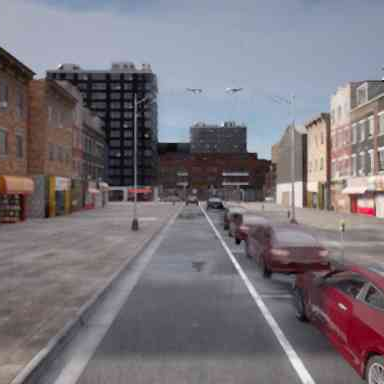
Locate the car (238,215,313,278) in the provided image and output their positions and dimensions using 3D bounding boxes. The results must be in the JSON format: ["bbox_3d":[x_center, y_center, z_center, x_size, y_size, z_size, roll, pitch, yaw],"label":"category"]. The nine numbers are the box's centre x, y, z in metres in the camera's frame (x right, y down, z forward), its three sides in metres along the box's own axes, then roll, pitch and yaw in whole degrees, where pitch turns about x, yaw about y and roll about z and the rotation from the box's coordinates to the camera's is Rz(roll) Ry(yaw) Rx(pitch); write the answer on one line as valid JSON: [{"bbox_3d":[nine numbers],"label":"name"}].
[{"bbox_3d":[2.643,1.573,9.812,1.802,1.307,4.206,0,0,0],"label":"car"}]

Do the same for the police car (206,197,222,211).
[{"bbox_3d":[2.751,1.418,41.110,1.930,1.638,5.238,0,0,0],"label":"police car"}]

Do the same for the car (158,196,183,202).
[{"bbox_3d":[-4.494,1.558,71.967,5.357,1.411,2.033,0,0,14],"label":"car"}]

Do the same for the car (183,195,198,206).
[{"bbox_3d":[0.031,1.359,56.946,2.097,1.767,4.553,0,0,1],"label":"car"}]

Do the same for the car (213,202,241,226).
[{"bbox_3d":[2.644,1.538,20.687,2.008,1.369,4.403,0,0,0],"label":"car"}]

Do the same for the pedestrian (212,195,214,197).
[{"bbox_3d":[2.751,1.288,44.125,0.375,1.860,0.375,0,0,0],"label":"pedestrian"}]

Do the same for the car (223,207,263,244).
[{"bbox_3d":[2.643,1.570,15.250,1.802,1.307,4.206,0,0,0],"label":"car"}]

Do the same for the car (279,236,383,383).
[{"bbox_3d":[2.643,1.578,4.375,1.802,1.307,4.206,0,0,0],"label":"car"}]
